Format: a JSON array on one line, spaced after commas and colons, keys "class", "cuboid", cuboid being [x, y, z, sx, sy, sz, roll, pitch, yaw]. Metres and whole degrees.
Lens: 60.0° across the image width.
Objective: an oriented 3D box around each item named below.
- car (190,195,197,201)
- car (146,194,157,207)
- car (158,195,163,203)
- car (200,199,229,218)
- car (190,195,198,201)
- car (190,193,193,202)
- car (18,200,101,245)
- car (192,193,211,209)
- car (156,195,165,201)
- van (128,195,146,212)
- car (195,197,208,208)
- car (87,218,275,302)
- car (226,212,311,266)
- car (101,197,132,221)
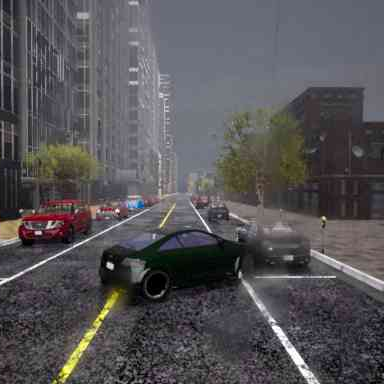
[{"class": "car", "cuboid": [0.366, 1.551, 88.628, 1.802, 1.307, 4.206, -1, 0, -2]}, {"class": "car", "cuboid": [-6.989, 1.299, 49.688, 2.192, 1.841, 5.009, -1, 0, -2]}, {"class": "car", "cuboid": [-7.426, 1.522, 66.287, 1.887, 1.381, 4.507, -1, 0, -2]}, {"class": "car", "cuboid": [2.009, 1.543, 27.035, 2.008, 1.369, 4.403, -1, 0, -2]}, {"class": "car", "cuboid": [0.512, 1.537, 83.095, 1.947, 1.339, 4.313, -1, 0, -2]}, {"class": "car", "cuboid": [0.801, 1.291, 72.031, 2.192, 1.841, 5.009, -1, 0, -2]}, {"class": "car", "cuboid": [-6.193, 1.310, 15.761, 2.192, 1.841, 5.009, -1, 0, -2]}, {"class": "car", "cuboid": [1.534, 1.301, 44.367, 2.192, 1.841, 5.009, -1, 0, -2]}, {"class": "car", "cuboid": [-7.862, 1.497, 82.715, 1.752, 1.417, 4.829, -1, 0, -2]}, {"class": "van", "cuboid": [-6.696, 1.329, 38.622, 1.690, 1.788, 3.998, -1, 0, -2]}, {"class": "car", "cuboid": [1.387, 1.509, 50.070, 1.752, 1.417, 4.829, -1, 0, -2]}, {"class": "car", "cuboid": [-0.151, 1.557, 8.345, 4.181, 1.385, 1.994, 0, 0, -37]}, {"class": "car", "cuboid": [2.547, 1.548, 11.175, 2.008, 1.369, 4.403, -1, 0, -2]}, {"class": "car", "cuboid": [-6.394, 1.432, 26.829, 1.967, 1.590, 4.097, -1, 0, -2]}]
